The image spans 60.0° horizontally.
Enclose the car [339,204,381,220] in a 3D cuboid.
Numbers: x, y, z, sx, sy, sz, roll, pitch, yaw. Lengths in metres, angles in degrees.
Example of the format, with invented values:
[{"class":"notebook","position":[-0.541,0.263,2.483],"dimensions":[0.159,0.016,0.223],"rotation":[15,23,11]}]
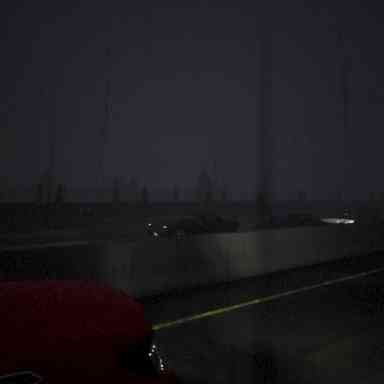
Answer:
[{"class":"car","position":[15.815,1.877,31.391],"dimensions":[4.181,1.385,1.994],"rotation":[1,0,-29]}]

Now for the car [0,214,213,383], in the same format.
[{"class":"car","position":[-2.753,1.209,1.782],"dimensions":[5.566,2.045,2.150],"rotation":[1,0,-36]}]

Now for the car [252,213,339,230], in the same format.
[{"class":"car","position":[4.803,1.696,15.962],"dimensions":[4.181,1.385,1.994],"rotation":[1,0,-35]}]

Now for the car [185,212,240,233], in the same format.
[{"class":"car","position":[0.106,1.700,16.949],"dimensions":[4.718,1.301,1.895],"rotation":[1,0,-35]}]
